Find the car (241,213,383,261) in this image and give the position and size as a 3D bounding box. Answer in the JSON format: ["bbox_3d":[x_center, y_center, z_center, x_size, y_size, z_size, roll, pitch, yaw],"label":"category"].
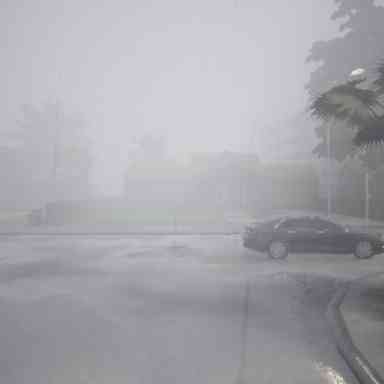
[{"bbox_3d":[4.235,1.545,11.912,4.892,1.490,1.837,0,0,0],"label":"car"}]
